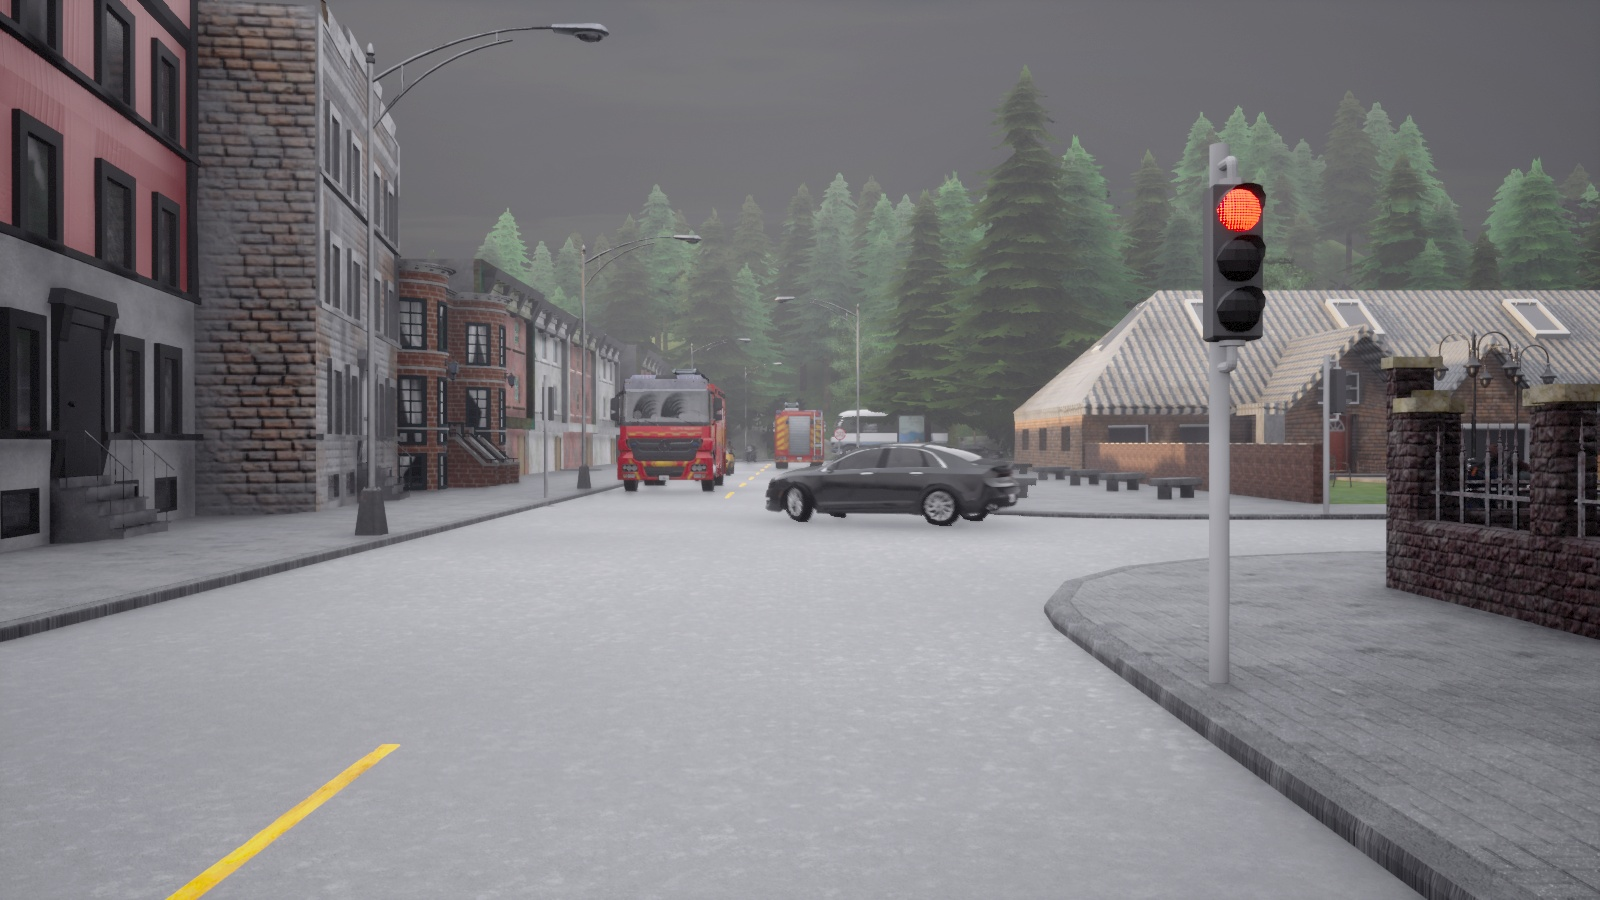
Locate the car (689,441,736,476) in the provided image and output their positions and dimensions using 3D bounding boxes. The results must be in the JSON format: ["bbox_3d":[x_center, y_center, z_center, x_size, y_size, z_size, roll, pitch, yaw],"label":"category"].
[{"bbox_3d":[-4.050,0.350,58.914,1.801,1.575,5.366,0,0,0],"label":"car"}]

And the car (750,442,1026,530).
[{"bbox_3d":[1.623,0.618,23.758,4.892,1.490,1.837,0,2,29],"label":"car"}]

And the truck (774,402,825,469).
[{"bbox_3d":[-0.035,-0.848,76.233,2.891,3.827,8.468,0,0,0],"label":"truck"}]

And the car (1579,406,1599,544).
[{"bbox_3d":[14.694,0.375,18.153,5.566,2.045,2.150,0,0,-1],"label":"car"}]

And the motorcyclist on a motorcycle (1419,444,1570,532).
[{"bbox_3d":[12.303,0.666,22.286,2.191,1.530,0.866,0,0,0],"label":"motorcyclist on a motorcycle"}]

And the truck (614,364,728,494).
[{"bbox_3d":[-4.048,-0.654,41.252,2.891,3.827,8.468,0,0,0],"label":"truck"}]
